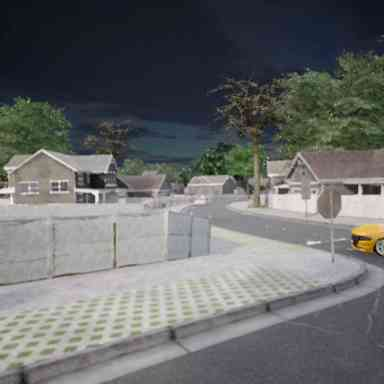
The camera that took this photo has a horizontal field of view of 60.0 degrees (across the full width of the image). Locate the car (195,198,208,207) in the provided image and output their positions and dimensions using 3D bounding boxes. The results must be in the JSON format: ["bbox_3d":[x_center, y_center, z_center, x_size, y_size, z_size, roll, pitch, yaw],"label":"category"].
[{"bbox_3d":[1.589,1.658,55.536,1.812,1.442,4.674,-2,0,8],"label":"car"}]

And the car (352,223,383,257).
[{"bbox_3d":[8.430,1.430,11.847,5.008,1.535,1.882,-3,2,15],"label":"car"}]
